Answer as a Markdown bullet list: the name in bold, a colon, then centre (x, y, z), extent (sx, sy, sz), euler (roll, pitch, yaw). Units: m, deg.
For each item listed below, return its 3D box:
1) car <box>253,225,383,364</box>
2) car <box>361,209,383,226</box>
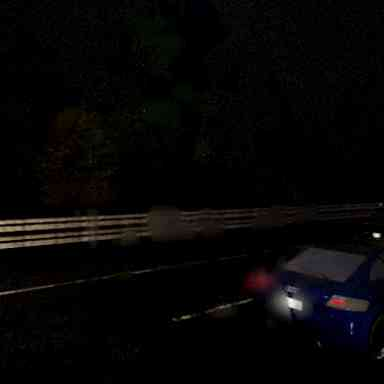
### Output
- **car**: centre (3.064, 1.538, 5.871), extent (4.181, 1.385, 1.994), euler (0, 0, -35)
- **car**: centre (9.234, 1.435, 14.388), extent (4.892, 1.490, 1.837), euler (0, 0, -34)
